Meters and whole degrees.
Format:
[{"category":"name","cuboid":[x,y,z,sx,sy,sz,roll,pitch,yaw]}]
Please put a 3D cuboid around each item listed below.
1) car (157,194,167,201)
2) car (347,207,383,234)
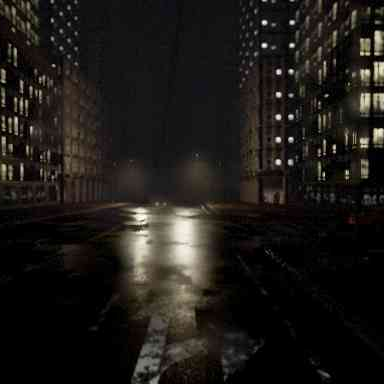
[{"category":"car","cuboid":[-6.493,1.130,72.644,1.882,1.535,5.008,0,0,0]},{"category":"car","cuboid":[12.253,1.683,20.494,5.008,1.535,1.882,1,1,-1]}]
